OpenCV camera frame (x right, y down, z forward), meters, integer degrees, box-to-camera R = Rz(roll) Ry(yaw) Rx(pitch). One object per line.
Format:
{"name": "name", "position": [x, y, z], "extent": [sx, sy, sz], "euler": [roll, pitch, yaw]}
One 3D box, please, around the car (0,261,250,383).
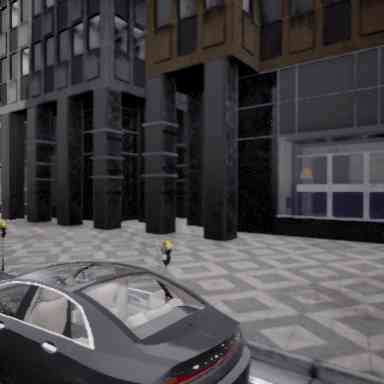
{"name": "car", "position": [-1.477, 1.540, 4.016], "extent": [4.403, 1.369, 2.008], "euler": [0, 0, 35]}
